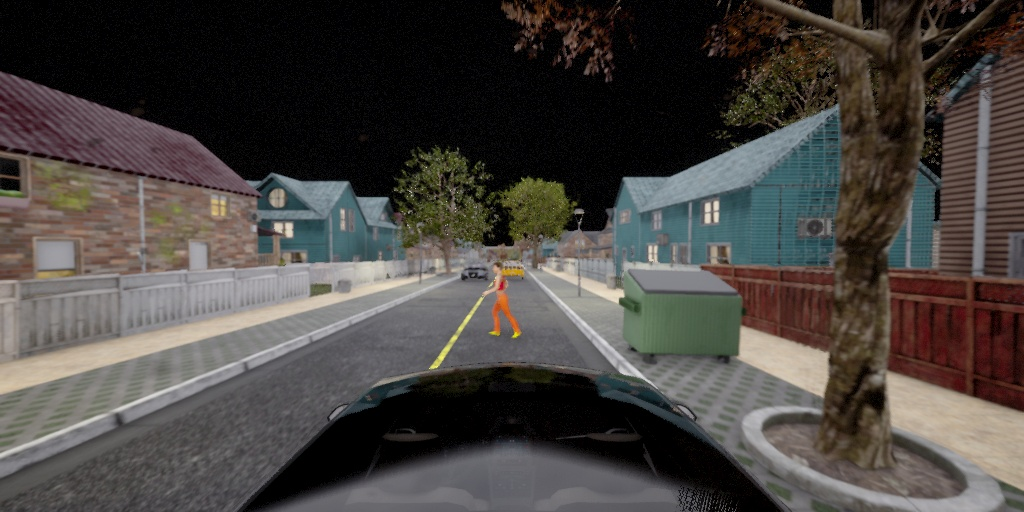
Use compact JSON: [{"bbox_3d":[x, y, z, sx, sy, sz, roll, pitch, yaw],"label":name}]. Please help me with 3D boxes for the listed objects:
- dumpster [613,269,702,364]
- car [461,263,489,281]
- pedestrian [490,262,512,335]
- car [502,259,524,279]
[{"bbox_3d":[3.003,1.123,7.675,1.020,1.700,1.940,0,0,0],"label":"dumpster"},{"bbox_3d":[-2.880,1.251,28.735,1.994,1.385,4.181,0,0,0],"label":"car"},{"bbox_3d":[-0.268,1.019,8.610,0.375,1.860,0.375,-2,2,-1],"label":"pedestrian"},{"bbox_3d":[0.053,1.163,31.151,1.882,1.535,5.008,0,0,0],"label":"car"}]
